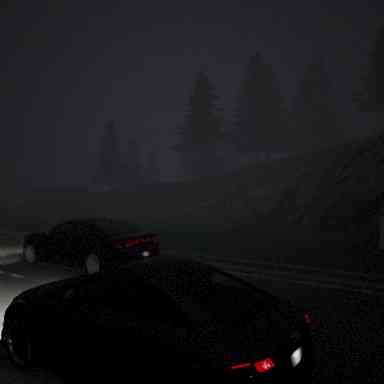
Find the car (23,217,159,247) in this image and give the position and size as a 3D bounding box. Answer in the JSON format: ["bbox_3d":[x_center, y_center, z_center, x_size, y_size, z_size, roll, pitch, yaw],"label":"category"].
[{"bbox_3d":[-3.278,1.536,10.384,5.008,1.535,1.882,0,0,34],"label":"car"}]

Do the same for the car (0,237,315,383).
[{"bbox_3d":[-0.635,1.583,4.369,4.181,1.385,1.994,0,0,34],"label":"car"}]
